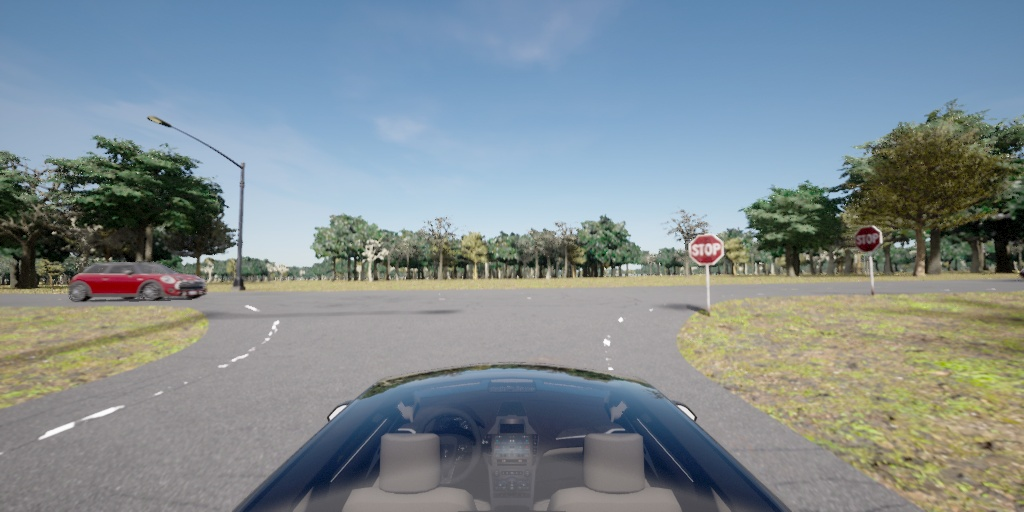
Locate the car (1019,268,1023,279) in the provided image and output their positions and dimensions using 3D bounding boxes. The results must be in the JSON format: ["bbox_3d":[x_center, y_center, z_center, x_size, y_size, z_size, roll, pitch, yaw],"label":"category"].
[{"bbox_3d":[36.264,0.815,23.379,4.674,1.442,1.812,-1,-3,-1],"label":"car"}]

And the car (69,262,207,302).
[{"bbox_3d":[-16.234,1.062,15.772,4.553,1.767,2.097,-1,-3,1],"label":"car"}]
